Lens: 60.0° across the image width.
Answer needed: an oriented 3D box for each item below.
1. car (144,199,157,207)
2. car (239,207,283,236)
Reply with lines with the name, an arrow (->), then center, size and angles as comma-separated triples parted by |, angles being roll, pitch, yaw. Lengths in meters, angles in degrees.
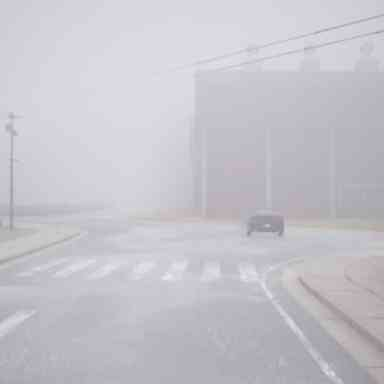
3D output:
car -> -8.369, 2.249, 66.867 | 1.837, 1.490, 4.892 | -1, -1, 4
car -> 4.017, 1.604, 19.487 | 1.882, 1.535, 5.008 | 1, -1, 4
